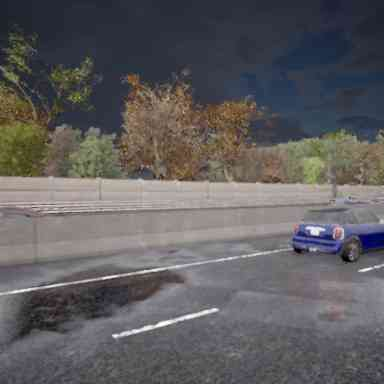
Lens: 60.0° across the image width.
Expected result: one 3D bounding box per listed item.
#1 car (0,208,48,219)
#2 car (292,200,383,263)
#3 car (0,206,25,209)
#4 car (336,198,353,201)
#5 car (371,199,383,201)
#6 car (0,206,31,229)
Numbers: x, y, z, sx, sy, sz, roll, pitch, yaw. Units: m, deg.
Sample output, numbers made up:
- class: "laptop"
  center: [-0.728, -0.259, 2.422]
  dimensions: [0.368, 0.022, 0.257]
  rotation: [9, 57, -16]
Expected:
- class: "car"
  center: [-8.538, 1.601, 15.100]
  dimensions: [4.718, 1.301, 1.895]
  rotation: [0, 0, -36]
- class: "car"
  center: [5.770, 1.349, 12.165]
  dimensions: [4.553, 1.767, 2.097]
  rotation: [0, 0, -36]
- class: "car"
  center: [-10.315, 1.526, 18.114]
  dimensions: [4.674, 1.442, 1.812]
  rotation: [0, 0, -36]
- class: "car"
  center: [20.085, 1.520, 44.104]
  dimensions: [4.674, 1.442, 1.812]
  rotation: [0, 0, -35]
- class: "car"
  center: [23.507, 1.595, 42.244]
  dimensions: [4.718, 1.301, 1.895]
  rotation: [0, 0, -35]
- class: "car"
  center: [-12.763, 1.601, 20.685]
  dimensions: [4.718, 1.301, 1.895]
  rotation: [0, 0, -36]
